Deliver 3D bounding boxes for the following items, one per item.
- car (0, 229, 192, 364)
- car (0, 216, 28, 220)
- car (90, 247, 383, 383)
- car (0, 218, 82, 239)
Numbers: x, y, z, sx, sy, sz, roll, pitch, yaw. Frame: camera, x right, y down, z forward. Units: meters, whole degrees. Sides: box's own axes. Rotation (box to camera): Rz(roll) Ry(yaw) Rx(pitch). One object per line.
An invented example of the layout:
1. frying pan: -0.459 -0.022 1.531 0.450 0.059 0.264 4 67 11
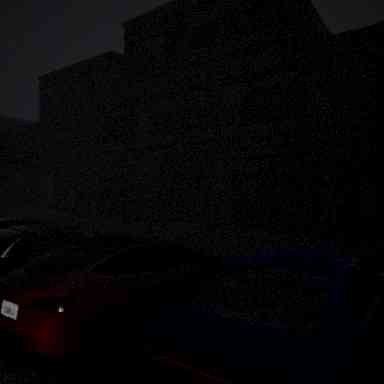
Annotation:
1. car: -0.900 1.507 6.035 2.163 1.488 4.792 0 0 36
2. car: -5.437 1.478 9.244 2.097 1.535 5.008 0 0 36
3. car: 1.445 1.479 4.319 2.097 1.535 5.008 0 0 36
4. car: -3.181 1.479 7.619 2.231 1.521 4.892 0 0 36
